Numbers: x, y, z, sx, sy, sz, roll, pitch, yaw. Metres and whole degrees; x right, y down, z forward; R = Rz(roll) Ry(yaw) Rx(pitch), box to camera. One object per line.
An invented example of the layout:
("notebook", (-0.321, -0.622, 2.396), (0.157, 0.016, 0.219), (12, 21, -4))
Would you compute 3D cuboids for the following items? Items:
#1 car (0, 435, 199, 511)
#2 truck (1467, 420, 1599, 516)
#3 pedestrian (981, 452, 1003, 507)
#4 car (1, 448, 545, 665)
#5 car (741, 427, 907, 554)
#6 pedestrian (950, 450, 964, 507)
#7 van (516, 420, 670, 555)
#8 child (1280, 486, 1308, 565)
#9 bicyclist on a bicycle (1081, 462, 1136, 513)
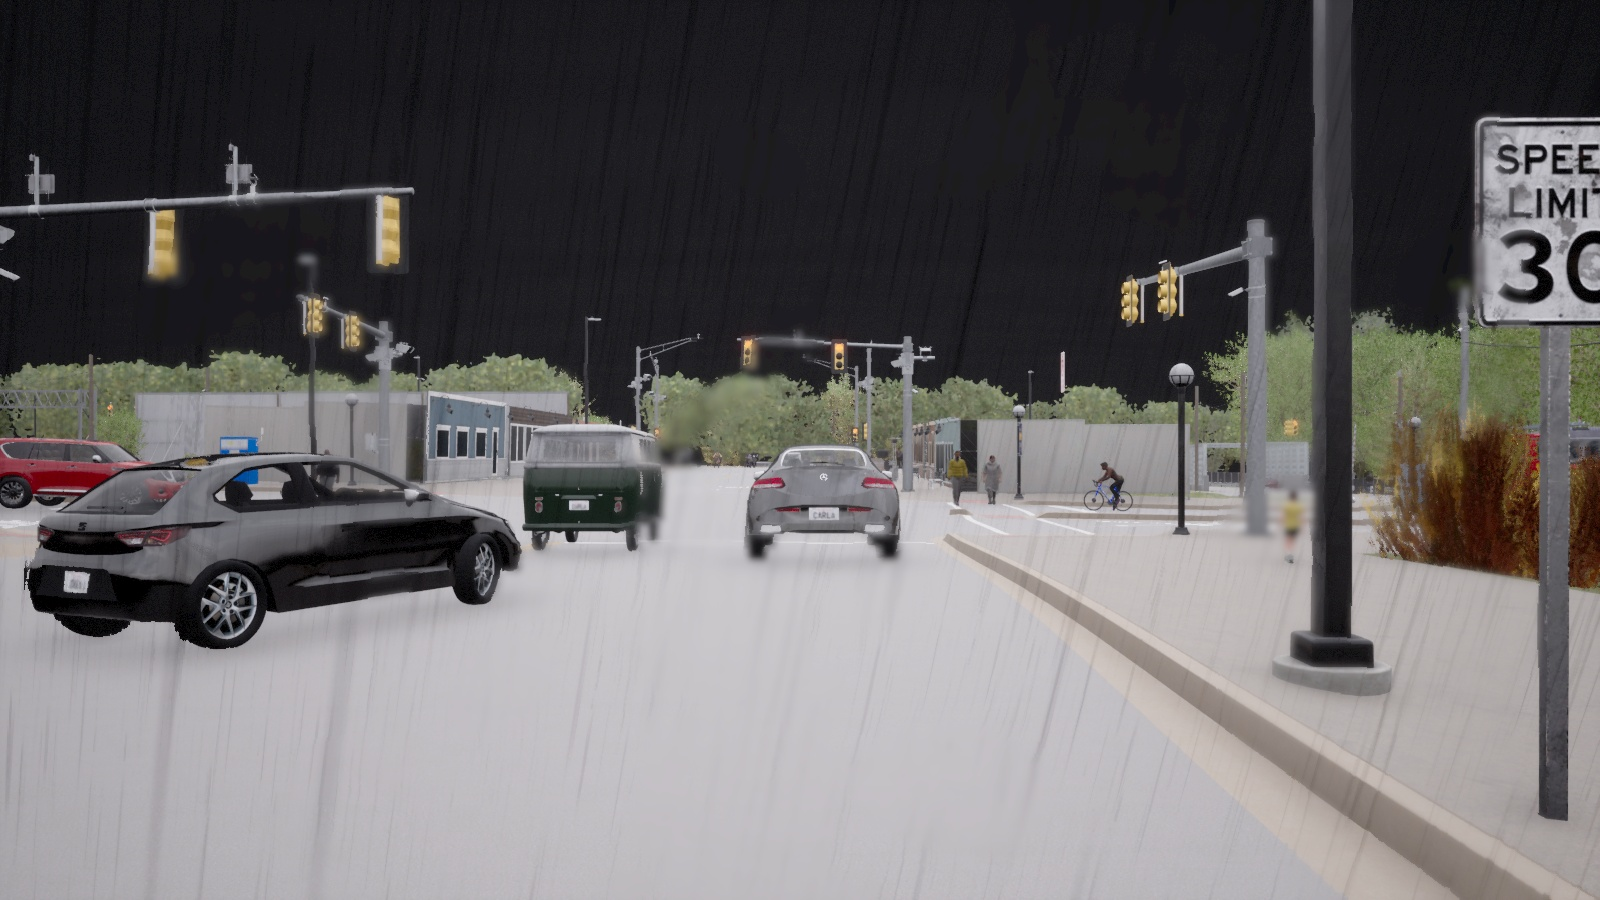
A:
("car", (-21.005, 0.661, 36.899), (5.566, 2.045, 2.150), (1, 0, -3))
("truck", (32.456, 0.826, 54.751), (2.891, 3.827, 8.468), (-1, -1, 6))
("pedestrian", (7.020, 1.073, 45.991), (0.659, 1.952, 0.873), (0, 1, 18))
("car", (-4.332, 0.746, 11.057), (1.816, 1.474, 4.193), (0, 1, 28))
("car", (0.350, 0.588, 18.883), (2.152, 1.651, 5.027), (0, -1, 1))
("pedestrian", (5.135, 0.933, 41.131), (0.431, 1.840, 0.709), (0, 1, 4))
("van", (-3.282, 0.598, 20.731), (1.775, 1.987, 4.442), (0, -1, 0))
("child", (7.069, 1.078, 17.985), (0.255, 1.110, 0.394), (0, 1, 3))
("bicyclist on a bicycle", (10.250, 1.247, 41.785), (1.656, 1.620, 0.582), (1, -1, 0))
